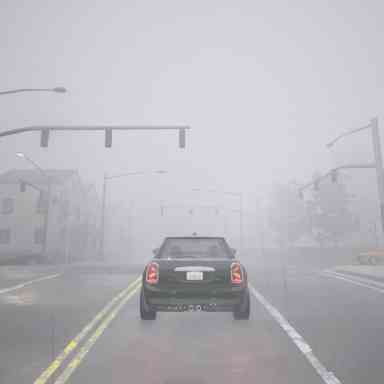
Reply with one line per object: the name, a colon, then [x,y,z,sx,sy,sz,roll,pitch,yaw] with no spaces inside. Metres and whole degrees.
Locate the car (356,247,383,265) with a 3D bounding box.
car: [16.463,5.362,28.062,5.008,1.535,1.882,0,-11,1]

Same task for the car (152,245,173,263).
car: [-3.650,7.863,41.870,2.150,2.045,5.566,0,-11,0]

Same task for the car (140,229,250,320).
car: [0.061,1.807,8.226,2.097,1.767,4.553,0,-7,0]

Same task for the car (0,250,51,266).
car: [-14.619,5.770,28.210,5.008,1.535,1.882,-8,-11,-2]
